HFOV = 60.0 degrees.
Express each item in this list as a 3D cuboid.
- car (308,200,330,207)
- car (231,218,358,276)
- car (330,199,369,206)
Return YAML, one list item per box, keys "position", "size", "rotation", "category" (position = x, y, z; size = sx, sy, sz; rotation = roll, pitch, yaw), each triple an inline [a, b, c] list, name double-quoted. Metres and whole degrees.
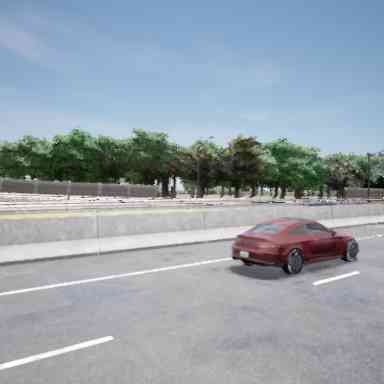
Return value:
- position: [16.511, 1.679, 41.484]
  size: [4.718, 1.301, 1.895]
  rotation: [0, 0, -35]
  category: "car"
- position: [3.295, 1.533, 10.411]
  size: [4.674, 1.442, 1.812]
  rotation: [0, 0, -36]
  category: "car"
- position: [18.760, 1.571, 38.785]
  size: [4.902, 1.511, 2.128]
  rotation: [0, 0, -35]
  category: "car"
